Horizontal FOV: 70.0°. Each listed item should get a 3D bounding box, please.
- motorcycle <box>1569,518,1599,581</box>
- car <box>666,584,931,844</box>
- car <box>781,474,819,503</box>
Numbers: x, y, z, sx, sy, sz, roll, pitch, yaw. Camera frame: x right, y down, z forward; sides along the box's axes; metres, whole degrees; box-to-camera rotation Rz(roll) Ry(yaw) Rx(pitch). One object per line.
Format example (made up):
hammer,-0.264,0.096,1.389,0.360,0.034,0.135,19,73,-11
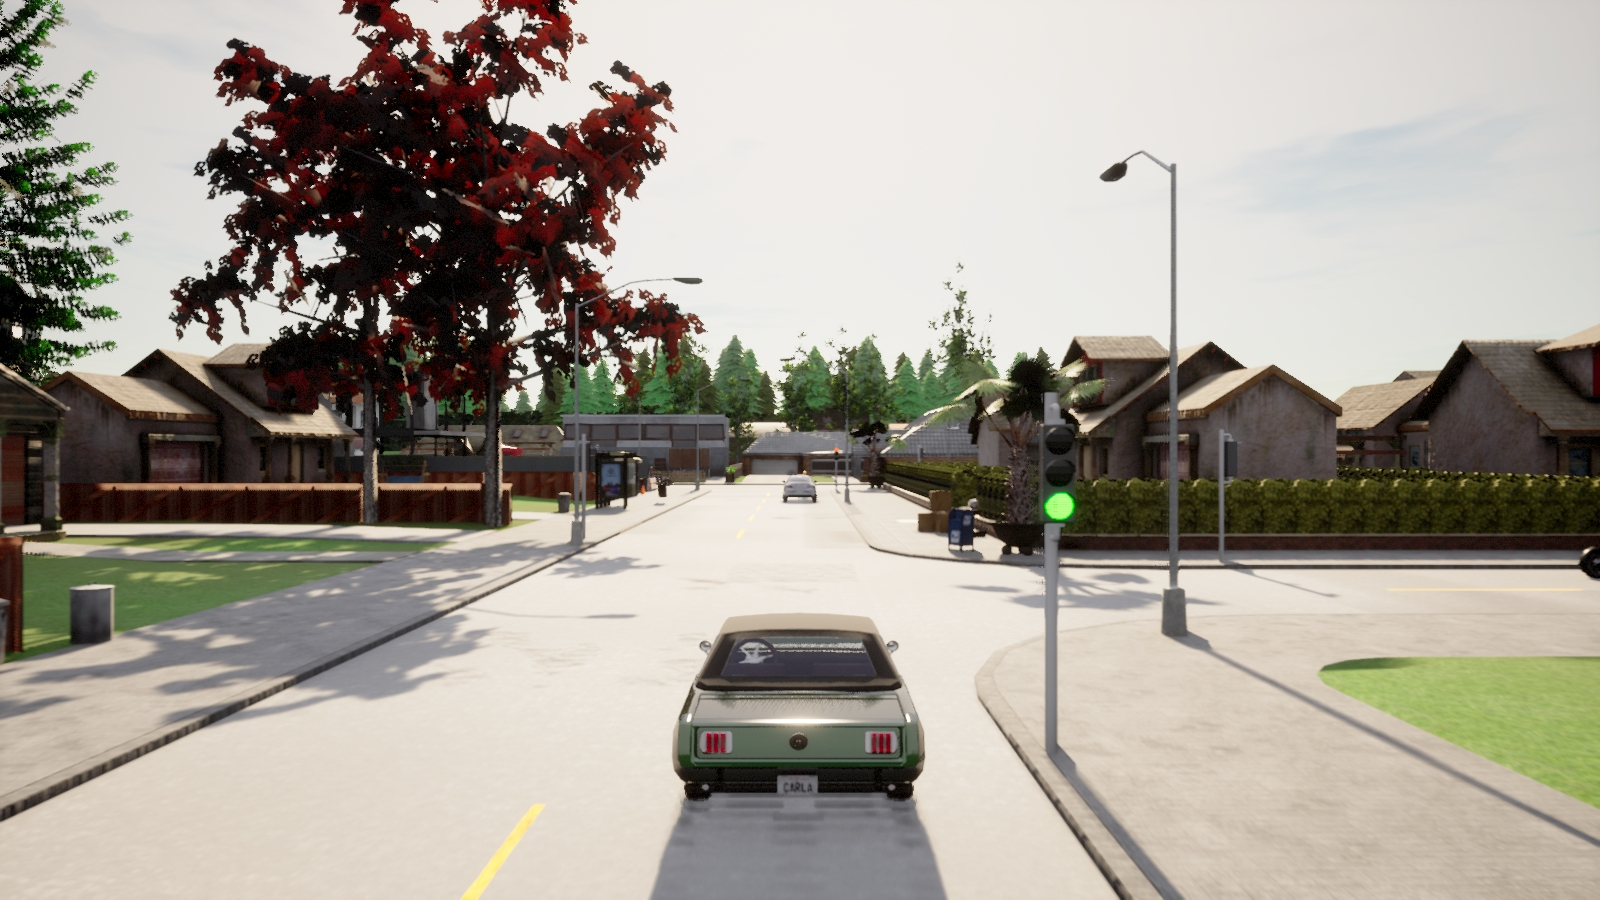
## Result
motorcycle,18.304,2.174,25.072,2.356,1.307,0.764,0,0,0
car,-0.009,2.163,10.522,1.895,1.301,4.718,0,0,0
car,-0.010,2.128,63.798,2.002,1.442,4.674,0,0,0
